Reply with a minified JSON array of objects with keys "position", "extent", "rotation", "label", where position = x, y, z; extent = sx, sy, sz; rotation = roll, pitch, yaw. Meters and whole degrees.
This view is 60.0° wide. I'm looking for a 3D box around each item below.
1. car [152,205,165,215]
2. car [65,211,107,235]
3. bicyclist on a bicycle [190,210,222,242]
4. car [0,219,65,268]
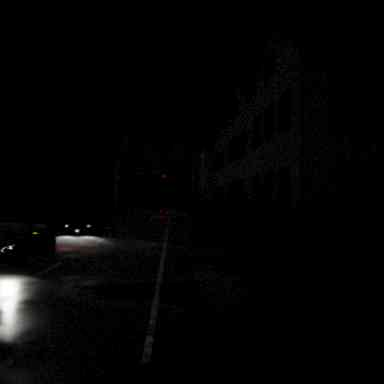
[{"position":[-5.168,2.794,51.893],"extent":[2.128,1.511,4.902],"rotation":[1,-2,-3],"label":"car"},{"position":[-7.107,2.029,22.779],"extent":[2.033,1.411,5.357],"rotation":[1,-2,-3],"label":"car"},{"position":[0.719,1.780,17.184],"extent":[1.656,1.620,0.582],"rotation":[1,-2,-3],"label":"bicyclist on a bicycle"},{"position":[-6.464,1.735,12.253],"extent":[1.812,1.442,4.674],"rotation":[1,-2,-4],"label":"car"}]
